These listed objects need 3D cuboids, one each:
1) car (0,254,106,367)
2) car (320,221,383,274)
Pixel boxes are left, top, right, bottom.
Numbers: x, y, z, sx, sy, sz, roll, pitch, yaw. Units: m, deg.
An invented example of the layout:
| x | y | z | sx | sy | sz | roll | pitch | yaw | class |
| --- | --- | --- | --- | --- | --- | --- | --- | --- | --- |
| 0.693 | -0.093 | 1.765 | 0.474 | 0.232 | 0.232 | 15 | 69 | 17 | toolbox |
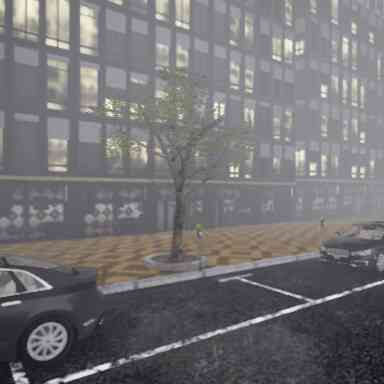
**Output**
| x | y | z | sx | sy | sz | roll | pitch | yaw | class |
| --- | --- | --- | --- | --- | --- | --- | --- | --- | --- |
| -3.327 | 1.548 | 4.195 | 4.403 | 1.369 | 2.008 | 1 | -1 | -35 | car |
| 5.932 | 1.647 | 10.787 | 4.403 | 1.369 | 2.008 | 1 | -1 | -35 | car |
